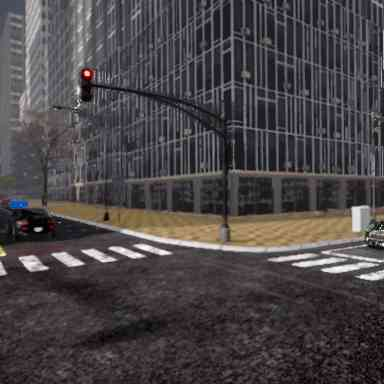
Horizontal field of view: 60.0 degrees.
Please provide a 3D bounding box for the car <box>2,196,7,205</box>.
[{"bbox_3d":[-24.141,1.570,44.953,1.802,1.307,4.206,0,0,-34],"label":"car"}]

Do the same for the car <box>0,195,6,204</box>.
[{"bbox_3d":[-36.939,1.430,63.744,1.967,1.590,4.097,0,0,-34],"label":"car"}]

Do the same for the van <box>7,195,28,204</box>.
[{"bbox_3d":[-20.941,1.327,40.256,1.690,1.788,3.998,0,0,-34],"label":"van"}]

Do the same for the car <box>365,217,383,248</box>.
[{"bbox_3d":[9.580,1.530,14.527,4.553,1.767,2.097,1,-1,-34],"label":"car"}]

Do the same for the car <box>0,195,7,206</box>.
[{"bbox_3d":[-30.540,1.571,54.349,1.802,1.307,4.206,0,0,-34],"label":"car"}]

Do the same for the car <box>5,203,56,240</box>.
[{"bbox_3d":[-8.207,1.515,16.910,1.812,1.442,4.674,0,0,-34],"label":"car"}]
